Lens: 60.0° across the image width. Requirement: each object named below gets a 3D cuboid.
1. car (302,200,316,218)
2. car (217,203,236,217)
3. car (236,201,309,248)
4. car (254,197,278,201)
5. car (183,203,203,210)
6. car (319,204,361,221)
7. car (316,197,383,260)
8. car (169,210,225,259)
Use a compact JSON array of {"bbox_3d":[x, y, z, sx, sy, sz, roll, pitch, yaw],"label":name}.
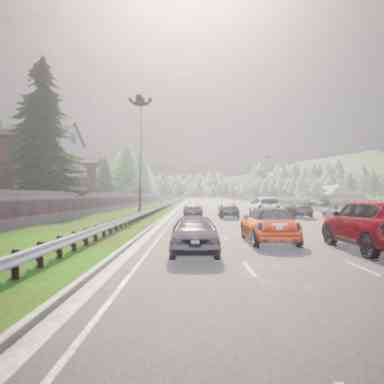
[{"bbox_3d":[10.600,1.817,33.458,2.128,1.511,4.902,0,-1,0],"label":"car"},{"bbox_3d":[3.602,1.817,33.479,2.128,1.511,4.902,0,-1,0],"label":"car"},{"bbox_3d":[3.601,1.506,15.789,2.097,1.767,4.553,0,-1,0],"label":"car"},{"bbox_3d":[7.101,1.540,32.787,2.150,2.045,5.566,0,-1,0],"label":"car"},{"bbox_3d":[0.102,1.817,33.470,2.128,1.511,4.902,0,-1,0],"label":"car"},{"bbox_3d":[14.100,1.912,31.981,1.895,1.301,4.718,0,-1,0],"label":"car"},{"bbox_3d":[7.100,1.349,13.056,2.150,2.045,5.566,0,-1,0],"label":"car"},{"bbox_3d":[0.100,1.676,13.120,2.033,1.411,5.357,0,-1,0],"label":"car"}]
